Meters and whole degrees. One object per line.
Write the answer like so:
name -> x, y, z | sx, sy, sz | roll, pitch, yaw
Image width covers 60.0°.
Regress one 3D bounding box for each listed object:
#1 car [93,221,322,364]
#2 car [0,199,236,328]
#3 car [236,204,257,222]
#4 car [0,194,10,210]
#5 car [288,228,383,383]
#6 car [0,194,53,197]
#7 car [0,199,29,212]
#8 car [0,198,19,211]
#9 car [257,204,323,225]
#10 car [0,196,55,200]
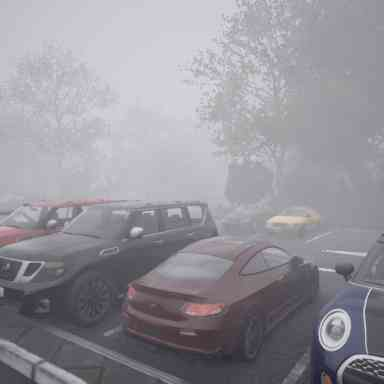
car -> 0.837, 1.522, 5.947 | 2.002, 1.452, 4.674 | 0, 0, 36
car -> -1.459, 1.232, 7.556 | 2.435, 2.045, 5.566 | 0, 0, 36
car -> 3.583, 1.486, 20.071 | 2.231, 1.521, 4.892 | 0, 0, 36
car -> -25.923, 1.254, 41.114 | 2.435, 2.045, 5.566 | 0, 0, 36
car -> 3.138, 1.356, 4.345 | 2.185, 1.767, 4.553 | 0, 0, 36
car -> -16.959, 1.241, 34.708 | 2.435, 2.045, 5.566 | 0, 0, 36
car -> -21.476, 1.535, 37.967 | 2.002, 1.452, 4.674 | 0, 0, 36
car -> -23.642, 1.500, 39.512 | 2.097, 1.535, 5.008 | 0, 0, 36
car -> 5.731, 1.481, 18.301 | 1.946, 1.575, 5.366 | 0, 0, 36
car -> -3.739, 1.232, 9.186 | 2.435, 2.045, 5.566 | 0, 0, 36
